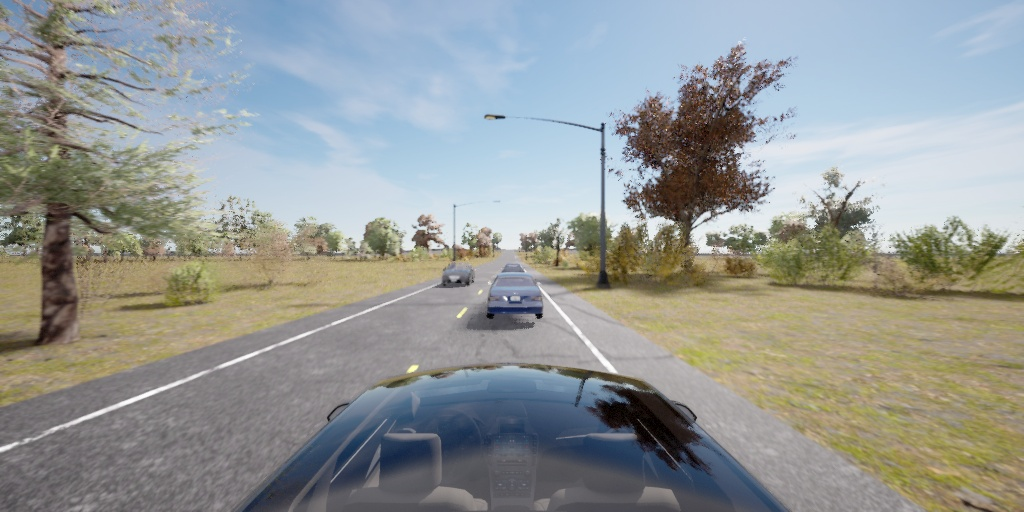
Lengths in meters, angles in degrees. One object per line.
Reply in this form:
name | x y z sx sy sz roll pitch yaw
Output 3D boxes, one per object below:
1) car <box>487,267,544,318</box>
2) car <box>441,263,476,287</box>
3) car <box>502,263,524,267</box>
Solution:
car | 0.096 1.296 13.020 2.033 1.411 5.357 0 0 0
car | -3.602 1.238 24.746 2.128 1.511 4.902 0 0 0
car | 0.091 1.309 31.189 1.994 1.385 4.181 0 0 0
